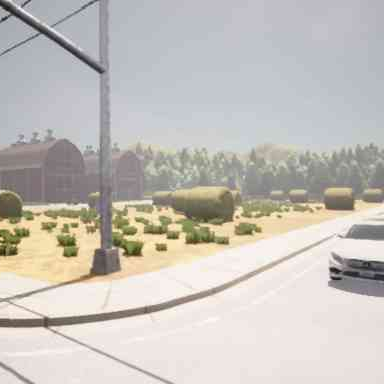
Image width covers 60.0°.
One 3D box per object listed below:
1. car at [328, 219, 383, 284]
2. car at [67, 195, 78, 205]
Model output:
[{"bbox_3d":[5.125,1.497,9.111,1.812,1.442,4.674,-1,0,35],"label":"car"},{"bbox_3d":[-26.268,1.764,73.281,1.905,1.878,3.866,5,0,-11],"label":"car"}]
